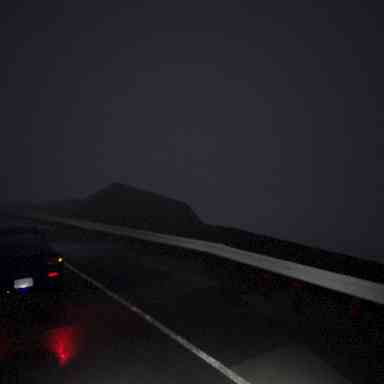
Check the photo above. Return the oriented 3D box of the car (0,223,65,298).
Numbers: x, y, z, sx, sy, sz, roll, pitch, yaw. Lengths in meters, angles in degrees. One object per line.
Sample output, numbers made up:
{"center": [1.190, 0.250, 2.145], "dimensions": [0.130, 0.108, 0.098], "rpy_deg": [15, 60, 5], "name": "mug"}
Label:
{"center": [-4.411, 1.478, 7.905], "dimensions": [1.812, 1.442, 4.674], "rpy_deg": [0, 0, -36], "name": "car"}
